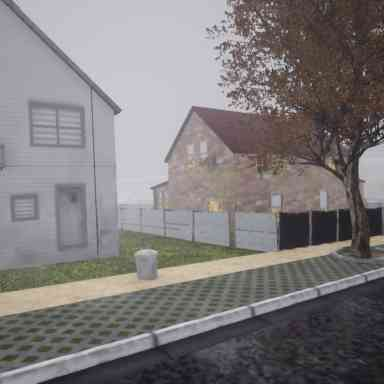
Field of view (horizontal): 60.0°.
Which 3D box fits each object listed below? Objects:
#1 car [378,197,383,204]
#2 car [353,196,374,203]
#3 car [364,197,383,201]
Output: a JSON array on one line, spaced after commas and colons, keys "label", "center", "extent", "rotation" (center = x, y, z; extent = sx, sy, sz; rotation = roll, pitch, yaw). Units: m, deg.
[{"label": "car", "center": [38.491, 1.658, 64.930], "extent": [1.994, 1.385, 4.181], "rotation": [-2, 0, 0]}, {"label": "car", "center": [38.575, 1.610, 74.944], "extent": [2.128, 1.511, 4.902], "rotation": [-2, 0, 0]}, {"label": "car", "center": [28.548, 1.945, 51.679], "extent": [1.895, 1.301, 4.718], "rotation": [-2, 0, 1]}]
